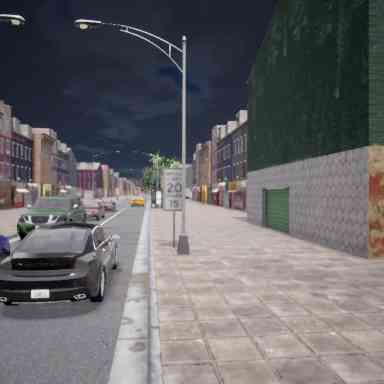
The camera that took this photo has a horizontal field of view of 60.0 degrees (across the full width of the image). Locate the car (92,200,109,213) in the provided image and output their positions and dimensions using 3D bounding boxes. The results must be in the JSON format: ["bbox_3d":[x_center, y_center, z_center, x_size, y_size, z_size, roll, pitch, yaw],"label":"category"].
[{"bbox_3d":[-8.216,1.490,27.025,1.812,1.442,4.674,0,0,-7],"label":"car"}]

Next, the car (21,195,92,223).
[{"bbox_3d":[-6.936,1.191,17.135,2.150,2.045,5.566,0,0,-7],"label":"car"}]

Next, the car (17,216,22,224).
[{"bbox_3d":[-5.693,1.502,7.391,1.812,1.442,4.674,0,0,-7],"label":"car"}]

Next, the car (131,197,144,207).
[{"bbox_3d":[-8.438,1.452,51.770,1.882,1.535,5.008,0,0,-8],"label":"car"}]

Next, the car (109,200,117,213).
[{"bbox_3d":[-9.424,1.524,36.692,1.994,1.385,4.181,0,0,-7],"label":"car"}]

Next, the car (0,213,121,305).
[{"bbox_3d":[-2.906,1.491,8.089,1.837,1.490,4.892,0,0,-7],"label":"car"}]
